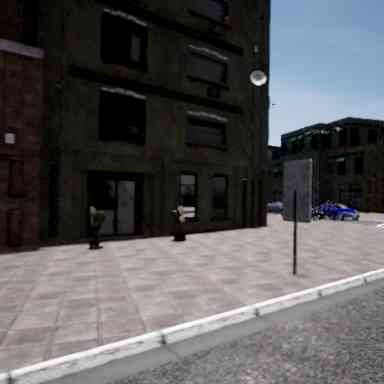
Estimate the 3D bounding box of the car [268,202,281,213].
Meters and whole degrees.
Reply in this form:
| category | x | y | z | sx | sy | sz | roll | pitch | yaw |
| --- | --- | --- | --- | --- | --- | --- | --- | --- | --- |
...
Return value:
| category | x | y | z | sx | sy | sz | roll | pitch | yaw |
| --- | --- | --- | --- | --- | --- | --- | --- | --- | --- |
| car | 10.672 | 1.883 | 40.240 | 2.033 | 1.411 | 5.357 | 1 | -1 | -16 |

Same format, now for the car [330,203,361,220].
| category | x | y | z | sx | sy | sz | roll | pitch | yaw |
| --- | --- | --- | --- | --- | --- | --- | --- | --- | --- |
| car | 13.416 | 1.797 | 30.964 | 1.812 | 1.442 | 4.674 | 1 | -1 | -17 |

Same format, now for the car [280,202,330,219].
| category | x | y | z | sx | sy | sz | roll | pitch | yaw |
| --- | --- | --- | --- | --- | --- | --- | --- | --- | --- |
| car | 10.641 | 1.789 | 31.646 | 1.947 | 1.339 | 4.313 | 2 | -1 | -16 |
